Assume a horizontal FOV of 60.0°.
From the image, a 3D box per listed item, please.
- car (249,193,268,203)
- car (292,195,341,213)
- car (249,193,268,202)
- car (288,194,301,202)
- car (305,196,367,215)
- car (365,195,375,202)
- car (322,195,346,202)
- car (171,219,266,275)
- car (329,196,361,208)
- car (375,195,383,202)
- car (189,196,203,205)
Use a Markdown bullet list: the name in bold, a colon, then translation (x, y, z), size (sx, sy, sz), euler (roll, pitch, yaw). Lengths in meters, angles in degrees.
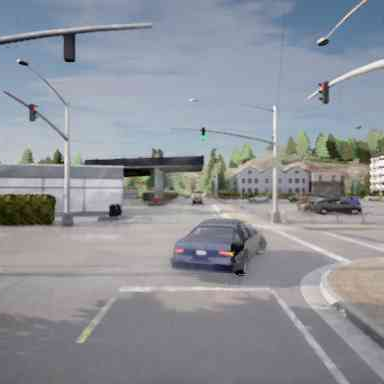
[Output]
- **car**: translation (13.737, 1.454, 68.807), size (3.806, 1.475, 1.970), euler (0, 0, 0)
- **car**: translation (13.459, 1.381, 34.551), size (5.027, 1.636, 2.152), euler (0, 0, 0)
- **car**: translation (14.380, 1.174, 72.126), size (3.866, 1.878, 1.905), euler (0, 0, 0)
- **car**: translation (22.216, 1.195, 68.764), size (4.605, 1.855, 1.932), euler (0, 0, 0)
- **car**: translation (13.482, 1.386, 31.414), size (4.514, 1.523, 2.007), euler (0, 0, 0)
- **car**: translation (39.307, 1.344, 71.879), size (3.806, 1.475, 1.970), euler (0, 0, 0)
- **car**: translation (32.293, 1.410, 75.609), size (4.514, 1.523, 2.007), euler (0, 0, 0)
- **car**: translation (1.083, 1.561, 10.639), size (2.033, 1.411, 5.357), euler (0, 0, 20)
- **car**: translation (21.247, 1.389, 46.323), size (3.633, 1.501, 1.845), euler (0, 0, 0)
- **car**: translation (39.569, 1.258, 65.459), size (5.027, 1.636, 2.152), euler (0, 0, 0)
- **car**: translation (1.049, 1.569, 62.300), size (2.128, 1.511, 4.902), euler (0, 0, 1)
